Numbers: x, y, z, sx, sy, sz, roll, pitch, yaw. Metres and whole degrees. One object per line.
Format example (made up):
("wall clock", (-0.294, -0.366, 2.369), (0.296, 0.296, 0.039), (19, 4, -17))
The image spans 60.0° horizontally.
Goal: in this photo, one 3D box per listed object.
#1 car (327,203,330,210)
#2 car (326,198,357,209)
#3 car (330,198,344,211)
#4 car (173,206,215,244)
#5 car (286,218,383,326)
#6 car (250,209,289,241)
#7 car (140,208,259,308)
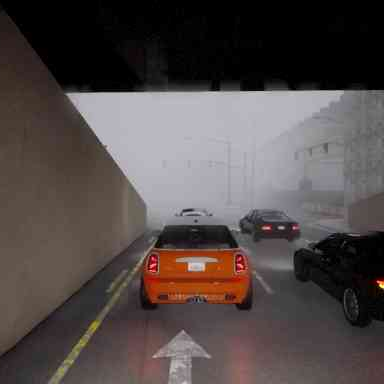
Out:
("car", (17.522, 1.453, 38.907), (2.038, 1.542, 4.974), (0, 0, 45))
("car", (17.558, 1.295, 38.944), (1.853, 1.218, 4.536), (0, 0, 45))
("car", (17.419, 1.453, 34.300), (2.038, 1.542, 4.974), (0, 0, -35))
("car", (0.093, 1.526, 16.735), (1.812, 1.442, 4.674), (0, 0, 0))
("car", (3.584, 1.526, 6.914), (1.812, 1.442, 4.674), (0, 0, 0))
("car", (3.626, 1.547, 16.406), (2.033, 1.411, 5.357), (0, 0, -3))
("car", (0.086, 1.352, 8.057), (2.097, 1.767, 4.553), (0, 0, 0))
